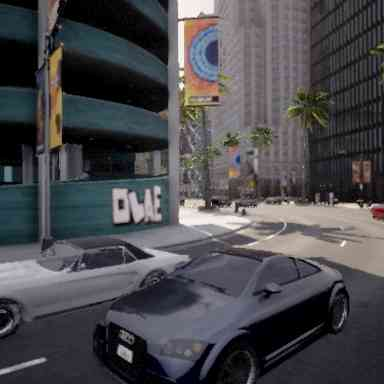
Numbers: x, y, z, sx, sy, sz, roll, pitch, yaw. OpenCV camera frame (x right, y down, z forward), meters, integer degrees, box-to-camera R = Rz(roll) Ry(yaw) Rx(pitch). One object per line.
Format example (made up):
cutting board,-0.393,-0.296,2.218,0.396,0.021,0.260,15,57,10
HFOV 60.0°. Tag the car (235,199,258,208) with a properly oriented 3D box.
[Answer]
car,9.153,1.853,54.417,1.994,1.385,4.181,0,-1,-12

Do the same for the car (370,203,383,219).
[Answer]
car,16.179,1.553,27.040,1.882,1.535,5.008,0,0,9

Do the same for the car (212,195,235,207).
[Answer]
car,5.024,1.553,56.844,2.150,2.045,5.566,0,-1,-12

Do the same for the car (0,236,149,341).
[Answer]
car,-2.383,1.661,6.786,4.718,1.301,1.895,0,0,-41

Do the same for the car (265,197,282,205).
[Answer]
car,16.526,1.807,67.620,2.231,1.521,4.892,0,0,-13

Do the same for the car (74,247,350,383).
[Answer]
car,0.705,1.594,5.042,4.181,1.385,1.994,0,0,-43
